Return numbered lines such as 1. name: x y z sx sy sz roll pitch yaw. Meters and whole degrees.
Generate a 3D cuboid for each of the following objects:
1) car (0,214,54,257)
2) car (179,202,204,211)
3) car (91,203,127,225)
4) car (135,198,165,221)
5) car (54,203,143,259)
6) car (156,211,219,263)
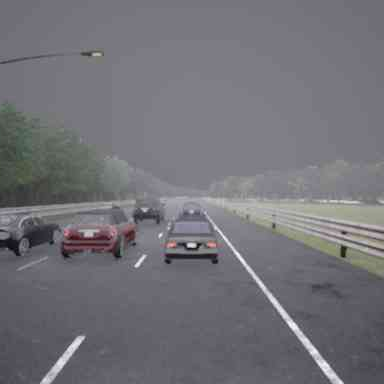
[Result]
1. car: -6.998 1.632 13.501 2.128 1.511 4.902 0 0 0
2. car: -0.015 1.649 28.438 2.097 1.767 4.553 0 -1 0
3. car: -7.016 1.805 28.500 1.837 1.490 4.892 0 0 0
4. car: -3.524 1.514 27.604 2.150 2.045 5.566 0 0 0
5. car: -3.497 1.489 13.431 2.097 1.767 4.553 0 -1 0
6. car: -0.007 1.677 12.525 2.033 1.411 5.357 0 -1 0
